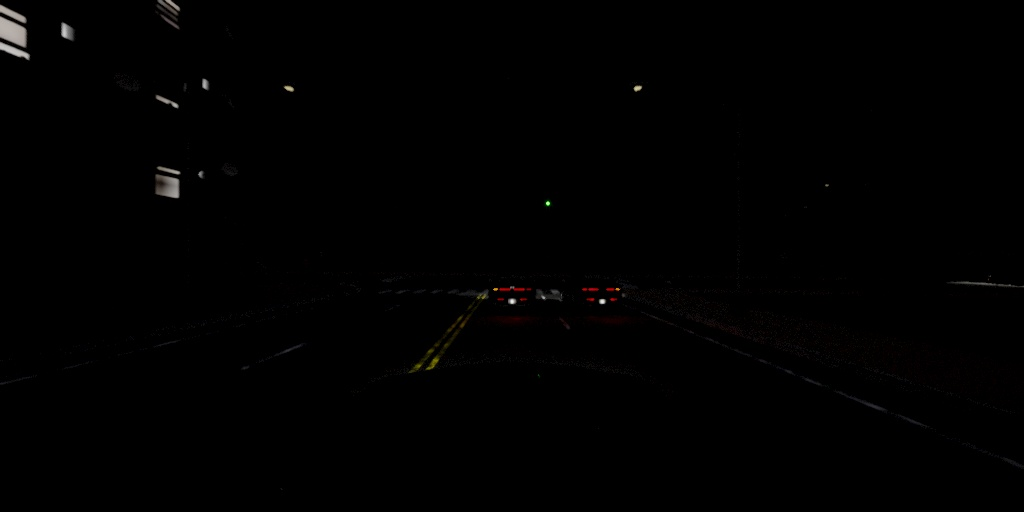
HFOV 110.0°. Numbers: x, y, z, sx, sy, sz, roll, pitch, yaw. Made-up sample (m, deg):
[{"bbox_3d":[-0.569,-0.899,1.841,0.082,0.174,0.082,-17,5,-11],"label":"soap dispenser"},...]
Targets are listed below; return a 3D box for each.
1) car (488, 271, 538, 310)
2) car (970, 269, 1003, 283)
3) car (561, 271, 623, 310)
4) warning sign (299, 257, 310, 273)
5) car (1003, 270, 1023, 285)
[{"bbox_3d":[0.033,1.385,15.353,1.837,1.490,4.892,0,0,1],"label":"car"},{"bbox_3d":[49.095,2.045,36.077,4.181,1.385,1.994,1,0,2],"label":"car"},{"bbox_3d":[3.283,1.385,15.340,1.837,1.490,4.892,0,0,1],"label":"car"},{"bbox_3d":[-23.444,0.964,40.792,1.060,1.860,1.300,0,0,1],"label":"warning sign"},{"bbox_3d":[48.978,1.987,32.829,4.892,1.490,1.837,1,0,2],"label":"car"}]
